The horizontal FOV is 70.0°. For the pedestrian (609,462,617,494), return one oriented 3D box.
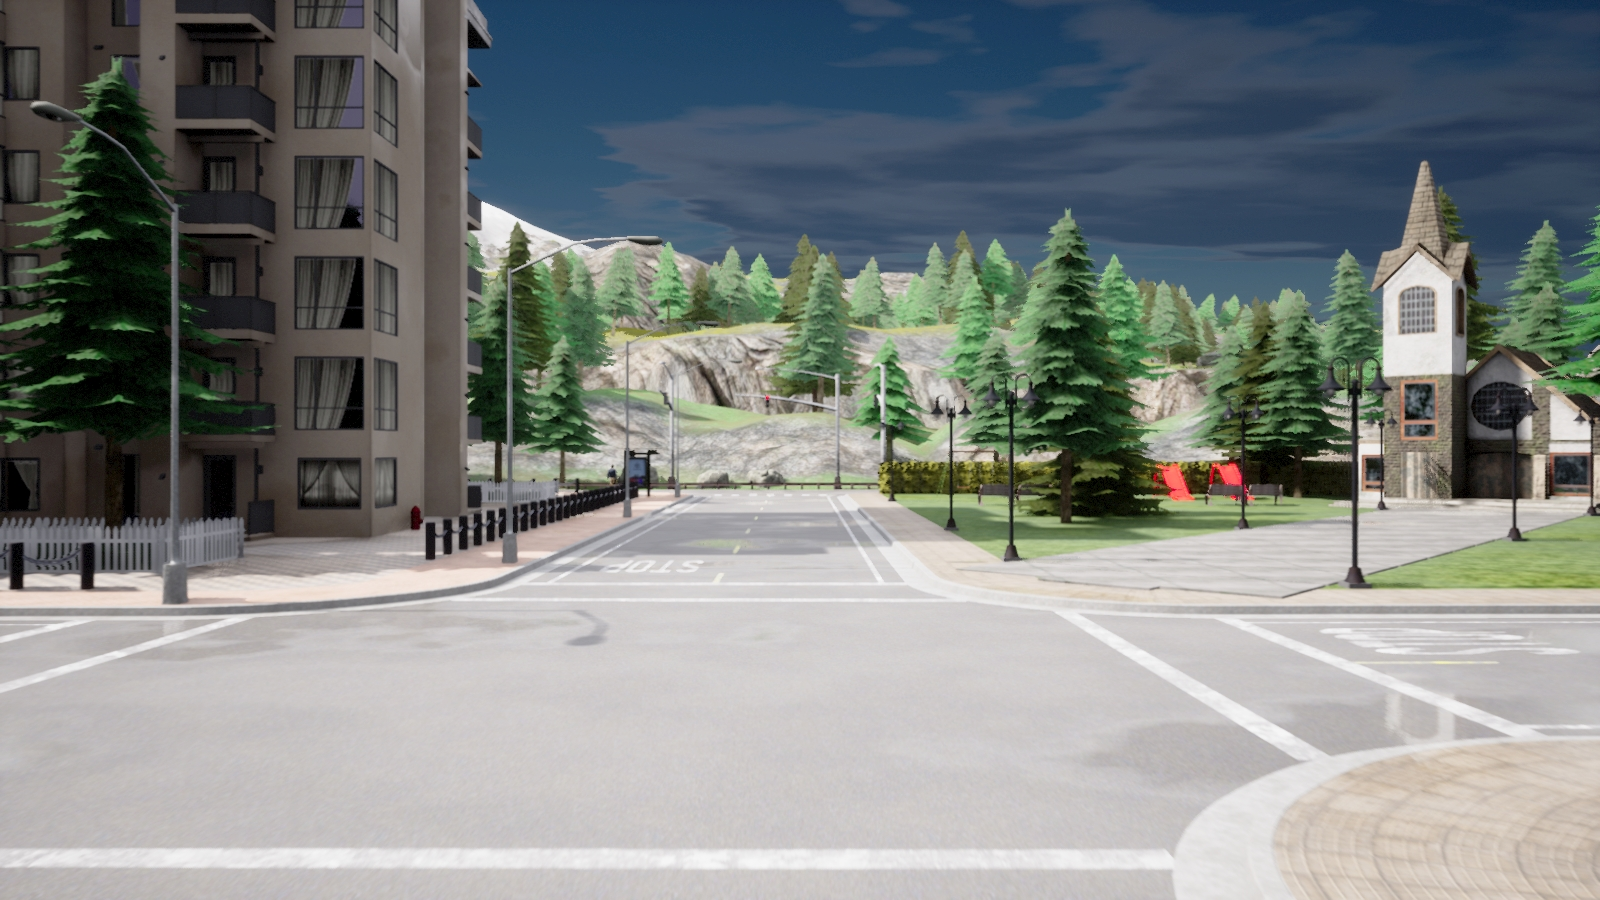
[{"bbox_3d":[-11.019,1.666,67.309,0.375,1.860,0.375,0,0,-1],"label":"pedestrian"}]
